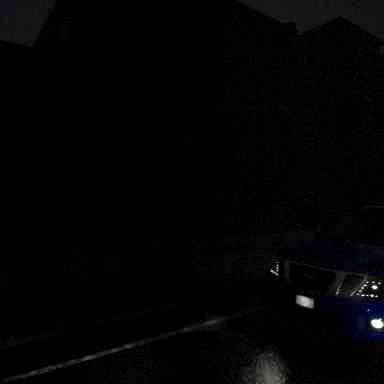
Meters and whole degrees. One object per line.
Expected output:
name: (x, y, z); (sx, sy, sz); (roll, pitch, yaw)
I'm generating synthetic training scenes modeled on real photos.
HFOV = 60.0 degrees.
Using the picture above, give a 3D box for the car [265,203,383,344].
car: (3.902, 1.265, 6.451); (5.566, 2.045, 2.150); (0, 0, -35)
